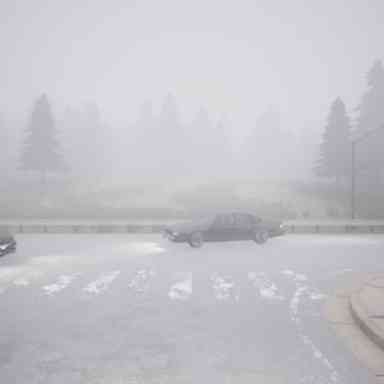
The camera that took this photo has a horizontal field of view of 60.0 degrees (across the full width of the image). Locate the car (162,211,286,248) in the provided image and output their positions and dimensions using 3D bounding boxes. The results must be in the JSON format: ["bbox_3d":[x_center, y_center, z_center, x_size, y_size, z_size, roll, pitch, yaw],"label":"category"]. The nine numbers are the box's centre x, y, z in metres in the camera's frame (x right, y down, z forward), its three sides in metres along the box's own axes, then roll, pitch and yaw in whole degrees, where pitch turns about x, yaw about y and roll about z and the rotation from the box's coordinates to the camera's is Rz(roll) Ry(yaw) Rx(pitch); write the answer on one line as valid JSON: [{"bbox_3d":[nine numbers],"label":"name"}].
[{"bbox_3d":[1.453,1.547,14.689,5.357,1.411,2.033,0,0,-20],"label":"car"}]

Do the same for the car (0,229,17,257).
[{"bbox_3d":[-8.232,1.505,11.058,4.892,1.490,1.837,0,0,15],"label":"car"}]
